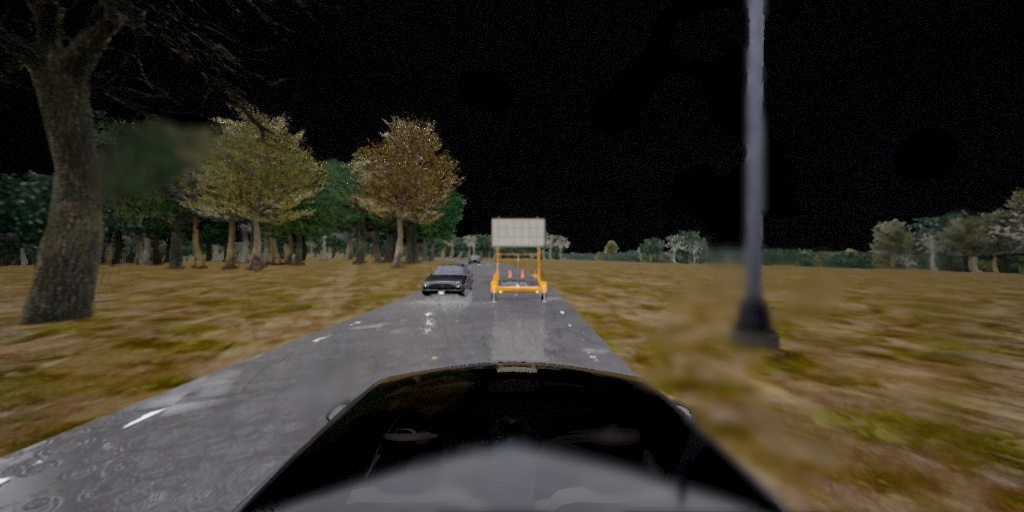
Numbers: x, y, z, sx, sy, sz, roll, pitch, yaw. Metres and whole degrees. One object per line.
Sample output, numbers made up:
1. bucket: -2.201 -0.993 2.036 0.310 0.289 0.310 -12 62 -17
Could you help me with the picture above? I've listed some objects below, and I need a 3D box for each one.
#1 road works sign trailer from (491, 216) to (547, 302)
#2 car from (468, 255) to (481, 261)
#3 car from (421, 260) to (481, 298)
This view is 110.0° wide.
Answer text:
1. road works sign trailer: 0.272 0.047 15.675 2.380 3.560 2.880 0 0 -1
2. car: -5.999 0.588 57.659 1.837 1.490 4.892 0 1 -8
3. car: -2.908 1.102 17.404 2.033 1.411 5.357 0 1 0
